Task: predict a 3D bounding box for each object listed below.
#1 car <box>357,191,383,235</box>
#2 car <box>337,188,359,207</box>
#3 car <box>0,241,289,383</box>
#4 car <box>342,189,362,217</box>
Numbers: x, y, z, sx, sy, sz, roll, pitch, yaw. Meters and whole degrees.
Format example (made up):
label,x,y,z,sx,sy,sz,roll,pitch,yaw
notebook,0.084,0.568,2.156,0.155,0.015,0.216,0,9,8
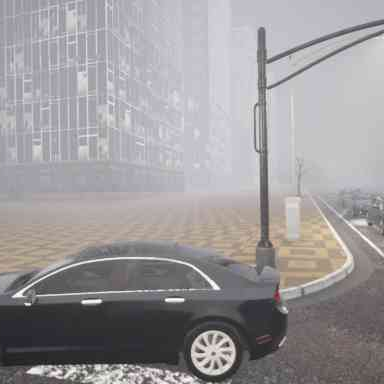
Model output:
label,x,y,z,sx,sy,sz,roll,pitch,yaw
car,8.902,0.928,14.476,2.128,1.511,4.902,-1,2,18
car,12.886,0.454,26.854,2.128,1.511,4.902,-1,2,18
car,-1.142,1.505,4.792,4.892,1.490,1.837,0,0,0
car,10.921,0.759,20.780,1.994,1.385,4.181,-1,2,17
